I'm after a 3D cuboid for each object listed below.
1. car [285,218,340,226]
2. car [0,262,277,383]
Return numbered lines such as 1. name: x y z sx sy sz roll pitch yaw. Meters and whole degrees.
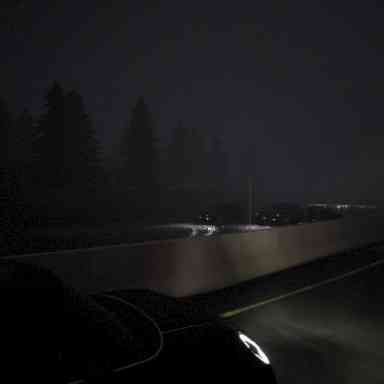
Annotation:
1. car: 7.146 1.538 19.405 1.994 1.385 4.181 0 0 43
2. car: -1.449 1.356 2.412 4.553 1.767 2.097 0 0 -36
